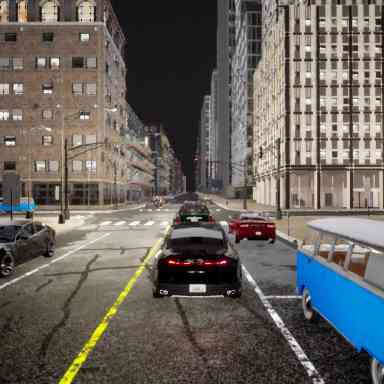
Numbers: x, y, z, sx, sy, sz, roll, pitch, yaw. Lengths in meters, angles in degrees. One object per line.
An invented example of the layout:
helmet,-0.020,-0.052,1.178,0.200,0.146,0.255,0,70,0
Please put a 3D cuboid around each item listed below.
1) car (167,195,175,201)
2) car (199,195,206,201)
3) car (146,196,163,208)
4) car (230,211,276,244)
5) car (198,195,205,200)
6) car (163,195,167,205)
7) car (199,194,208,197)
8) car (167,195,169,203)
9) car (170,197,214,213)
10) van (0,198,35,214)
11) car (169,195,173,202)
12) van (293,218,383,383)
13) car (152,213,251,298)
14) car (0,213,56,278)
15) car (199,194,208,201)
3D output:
car,-5.620,1.475,87.586,1.752,1.417,4.829,1,0,0
car,2.760,1.474,87.918,1.752,1.417,4.829,1,0,0
car,-5.649,1.573,48.194,1.802,1.307,4.206,1,0,0
car,2.709,1.545,15.744,1.887,1.381,4.507,1,0,0
car,2.763,1.524,93.400,1.802,1.307,4.206,1,0,0
car,-5.642,1.426,53.847,1.967,1.590,4.097,1,0,0
car,2.740,1.531,59.491,2.008,1.369,4.403,1,0,0
car,-5.640,1.562,59.498,1.802,1.307,4.206,1,0,0
car,0.082,1.352,17.566,2.097,1.767,4.553,0,0,-1
van,-19.711,1.525,37.074,3.998,1.788,1.690,0,0,1
car,-5.633,1.519,70.800,2.008,1.369,4.403,1,0,0
van,2.704,1.342,4.591,1.690,1.788,3.998,1,0,0
car,0.107,1.506,8.473,1.837,1.490,4.892,0,0,0
car,-5.675,1.567,10.179,1.947,1.339,4.313,1,0,0
car,2.757,1.396,82.097,1.967,1.590,4.097,1,0,0
